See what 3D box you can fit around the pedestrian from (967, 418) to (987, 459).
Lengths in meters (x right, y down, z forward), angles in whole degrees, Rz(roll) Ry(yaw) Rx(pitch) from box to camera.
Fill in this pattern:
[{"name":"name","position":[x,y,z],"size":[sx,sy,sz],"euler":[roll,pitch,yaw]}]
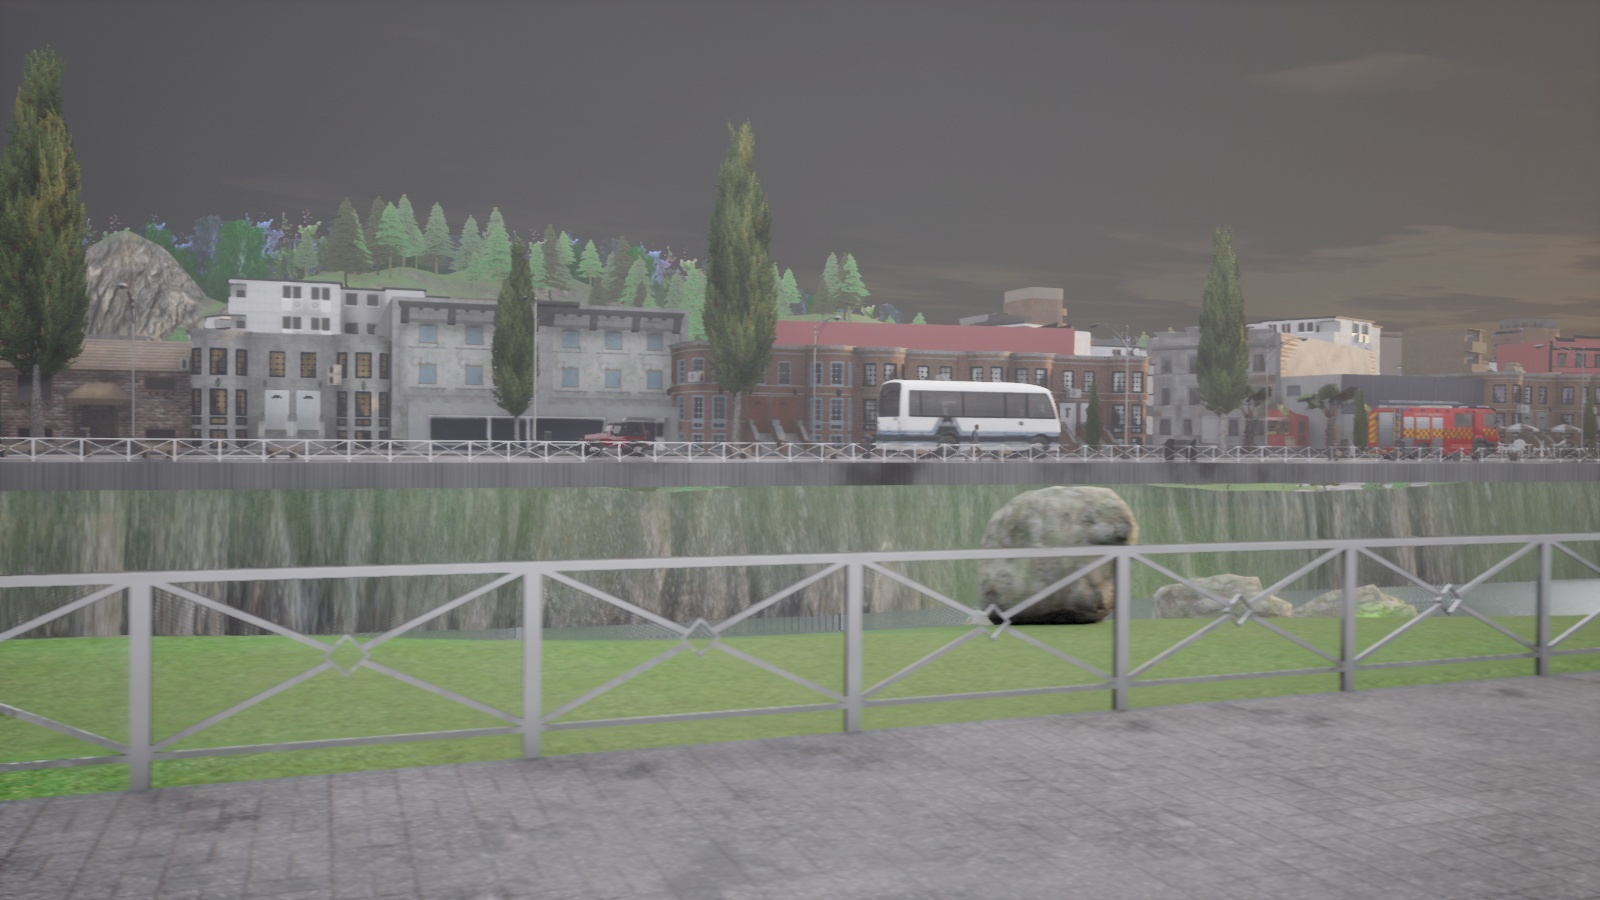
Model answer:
[{"name":"pedestrian","position":[8.380,-0.550,59.454],"size":[0.788,1.949,0.423],"euler":[-1,1,-11]}]

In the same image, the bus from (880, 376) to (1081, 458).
[{"name":"bus","position":[9.942,-1.812,69.205],"size":[10.273,4.253,3.944],"euler":[-1,1,-21]}]

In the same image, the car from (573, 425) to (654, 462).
[{"name":"car","position":[-9.808,-0.374,65.992],"size":[3.866,1.878,1.905],"euler":[-1,1,-21]}]

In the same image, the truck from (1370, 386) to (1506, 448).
[{"name":"truck","position":[41.213,-2.132,81.090],"size":[8.468,3.827,2.891],"euler":[-1,1,-21]}]
